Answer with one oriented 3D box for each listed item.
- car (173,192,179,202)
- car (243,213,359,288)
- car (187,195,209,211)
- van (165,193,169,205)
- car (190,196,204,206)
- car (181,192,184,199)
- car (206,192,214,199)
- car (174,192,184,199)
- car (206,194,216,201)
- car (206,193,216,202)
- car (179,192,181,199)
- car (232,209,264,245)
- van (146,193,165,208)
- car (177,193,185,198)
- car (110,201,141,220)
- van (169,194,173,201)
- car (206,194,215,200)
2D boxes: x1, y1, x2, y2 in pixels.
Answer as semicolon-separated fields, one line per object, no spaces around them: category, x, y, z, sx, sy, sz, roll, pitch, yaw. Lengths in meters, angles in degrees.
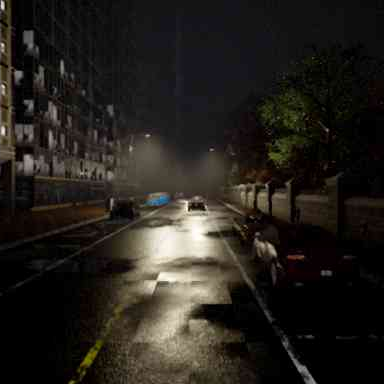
car;-4.211;1.185;65.394;1.947;1.339;4.313;0;0;2
car;2.736;1.491;8.961;1.887;1.381;4.507;0;0;0
car;0.467;1.334;36.241;2.033;1.411;5.357;0;0;0
van;-4.698;1.055;48.516;1.690;1.788;3.998;0;0;1
car;0.763;1.307;50.081;1.895;1.301;4.718;0;0;1
car;-3.587;1.075;82.275;2.008;1.369;4.403;0;0;2
car;4.691;0.934;87.971;1.967;1.590;4.097;0;0;3
car;-3.345;0.808;87.898;2.192;1.841;5.009;0;0;3
car;4.011;1.154;71.044;1.947;1.339;4.313;0;0;2
car;3.819;1.165;65.401;1.887;1.381;4.507;0;0;2
car;-4.020;1.138;71.027;2.008;1.369;4.403;0;0;2
car;2.774;1.437;14.770;1.752;1.417;4.829;0;0;1
van;-4.830;1.088;42.882;1.690;1.788;3.998;0;0;1
car;-3.090;1.013;93.529;2.008;1.369;4.403;0;0;3
car;-5.131;1.411;26.002;1.947;1.339;4.313;0;0;1
van;-4.554;1.023;54.143;1.690;1.788;3.998;0;0;1
car;4.220;1.123;76.691;1.947;1.339;4.313;0;0;2
